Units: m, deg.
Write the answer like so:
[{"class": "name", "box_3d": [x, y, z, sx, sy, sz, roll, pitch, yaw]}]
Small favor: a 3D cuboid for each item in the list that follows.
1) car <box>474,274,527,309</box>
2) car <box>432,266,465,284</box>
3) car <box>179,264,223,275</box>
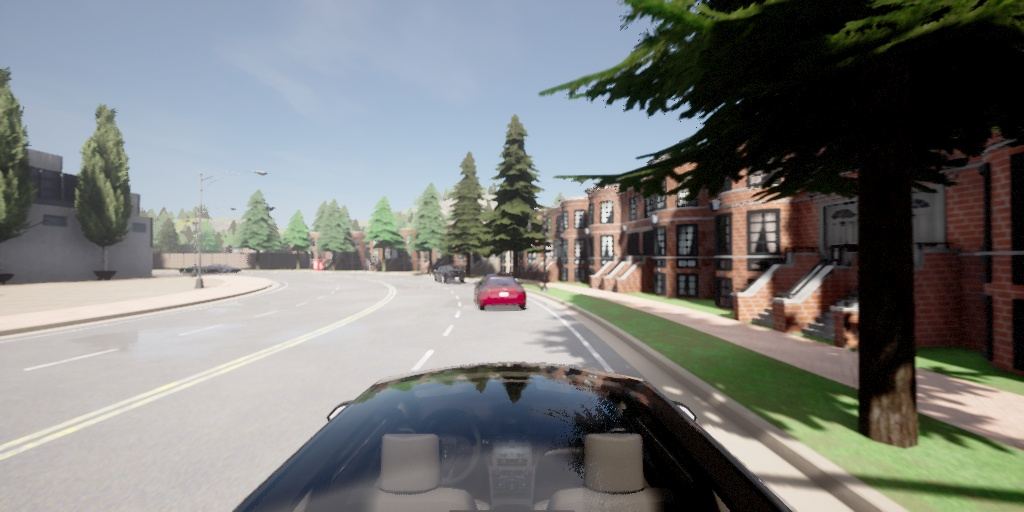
[{"class": "car", "box_3d": [-0.617, 1.472, 15.875, 1.994, 1.385, 4.181, 0, -1, -9]}, {"class": "car", "box_3d": [-5.660, 1.590, 31.676, 1.837, 1.490, 4.892, 0, 0, -28]}, {"class": "car", "box_3d": [-41.557, 1.861, 47.670, 4.718, 1.301, 1.895, 0, -1, 14]}]
